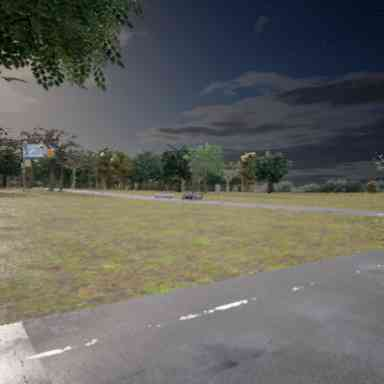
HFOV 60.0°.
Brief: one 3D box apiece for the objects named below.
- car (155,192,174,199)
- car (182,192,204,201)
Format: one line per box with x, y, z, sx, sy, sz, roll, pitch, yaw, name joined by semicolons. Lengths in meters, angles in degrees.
-5.672;0.676;67.889;1.895;1.301;4.718;2;0;-35;car
0.111;0.769;59.693;2.128;1.511;4.902;2;0;-35;car
